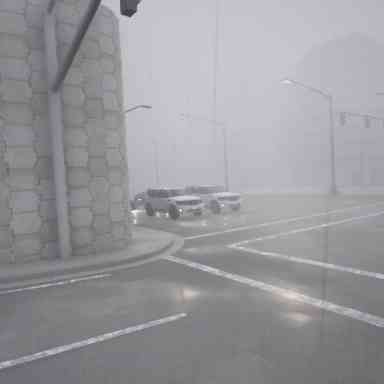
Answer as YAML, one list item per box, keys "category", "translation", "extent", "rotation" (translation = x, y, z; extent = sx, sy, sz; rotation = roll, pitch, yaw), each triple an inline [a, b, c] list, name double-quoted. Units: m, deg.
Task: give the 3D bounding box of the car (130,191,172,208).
- category: "car"
  translation: [-4.220, 0.694, 33.624]
  extent: [2.128, 1.511, 4.902]
  rotation: [-5, 3, -35]

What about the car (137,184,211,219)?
- category: "car"
  translation: [-1.450, 0.662, 23.624]
  extent: [2.150, 2.045, 5.566]
  rotation: [-5, 3, -35]

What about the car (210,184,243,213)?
- category: "car"
  translation: [1.396, 0.427, 25.648]
  extent: [2.150, 2.045, 5.566]
  rotation: [-5, 3, -35]

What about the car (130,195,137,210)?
- category: "car"
  translation: [-6.870, 1.002, 31.326]
  extent: [1.994, 1.385, 4.181]
  rotation: [-5, 3, -35]
